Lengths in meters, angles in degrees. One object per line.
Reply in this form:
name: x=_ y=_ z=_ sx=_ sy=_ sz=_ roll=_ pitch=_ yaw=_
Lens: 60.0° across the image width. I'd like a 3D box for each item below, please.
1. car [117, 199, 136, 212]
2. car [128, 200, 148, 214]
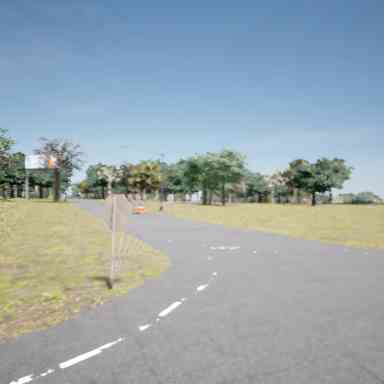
car: x=-11.442 y=2.311 z=57.767 sx=2.150 sy=2.045 sz=5.566 roll=2 pitch=-1 yaw=-22
car: x=-8.049 y=2.340 z=49.184 sx=2.097 sy=1.767 sz=4.553 roll=2 pitch=-2 yaw=-22
